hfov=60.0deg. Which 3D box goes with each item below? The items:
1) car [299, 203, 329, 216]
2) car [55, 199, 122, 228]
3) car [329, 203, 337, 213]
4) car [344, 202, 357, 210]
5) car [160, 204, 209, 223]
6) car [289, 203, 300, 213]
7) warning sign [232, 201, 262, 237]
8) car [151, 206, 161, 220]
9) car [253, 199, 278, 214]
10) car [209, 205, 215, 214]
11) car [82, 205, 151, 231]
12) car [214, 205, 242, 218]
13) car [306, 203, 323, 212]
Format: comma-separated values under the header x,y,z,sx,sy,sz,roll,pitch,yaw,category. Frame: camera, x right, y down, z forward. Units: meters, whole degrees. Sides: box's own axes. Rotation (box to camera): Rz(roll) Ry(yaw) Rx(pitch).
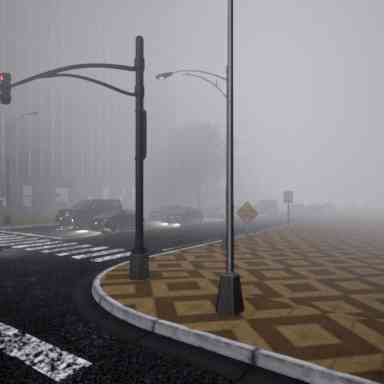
x,y,z,sx,sy,sz,roll,pitch,yaw,category
16.492,2.405,44.678,2.033,1.411,5.357,0,-1,33,car
-7.607,1.546,25.440,2.150,2.045,5.566,0,-1,33,car
21.782,2.537,53.016,1.837,1.490,4.892,0,-1,33,car
31.436,2.770,65.959,1.801,1.575,5.366,0,-1,33,car
-0.627,2.032,30.310,1.994,1.385,4.181,0,-1,32,car
15.909,2.401,49.694,1.882,1.535,5.008,0,-1,33,car
3.088,1.454,18.560,1.300,1.860,1.060,1,1,33,warning sign
-2.429,2.000,33.509,1.837,1.490,4.892,0,-1,33,car
10.674,2.063,47.833,2.150,2.045,5.566,0,-1,33,car
3.045,2.278,42.031,1.895,1.301,4.718,0,-1,32,car
-5.157,1.882,23.243,1.994,1.385,4.181,0,-1,33,car
4.832,2.250,38.803,1.895,1.301,4.718,0,-1,33,car
21.556,2.633,58.505,1.812,1.442,4.674,0,-1,33,car
